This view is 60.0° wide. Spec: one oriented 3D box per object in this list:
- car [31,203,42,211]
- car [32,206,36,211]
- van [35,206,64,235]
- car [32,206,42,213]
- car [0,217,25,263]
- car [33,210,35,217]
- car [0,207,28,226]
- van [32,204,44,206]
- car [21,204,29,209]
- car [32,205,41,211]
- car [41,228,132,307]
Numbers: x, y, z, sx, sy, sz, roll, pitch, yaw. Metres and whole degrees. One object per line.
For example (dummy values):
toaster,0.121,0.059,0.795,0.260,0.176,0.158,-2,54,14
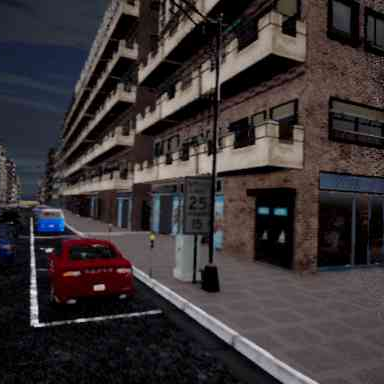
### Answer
car,-37.619,3.708,80.483,2.192,1.841,5.009,2,-3,-26
car,-17.852,2.737,39.726,1.752,1.417,4.829,2,-2,-26
van,-10.330,2.119,24.242,1.690,1.788,3.998,2,-2,-26
car,-32.663,3.674,70.248,1.802,1.307,4.206,2,-3,-26
car,-7.999,1.924,13.277,2.033,1.411,5.357,3,-3,-26
car,-12.818,2.501,29.345,1.802,1.307,4.206,2,-2,-26
car,-15.183,2.313,28.088,1.812,1.442,4.674,3,-3,-26
van,-20.254,2.694,44.694,1.690,1.788,3.998,2,-2,-26
car,-41.322,3.934,81.961,1.895,1.301,4.718,3,-3,-26
car,-40.105,4.095,85.587,2.008,1.369,4.403,2,-3,-26
car,-2.888,1.899,8.897,1.887,1.381,4.507,2,-2,-26
